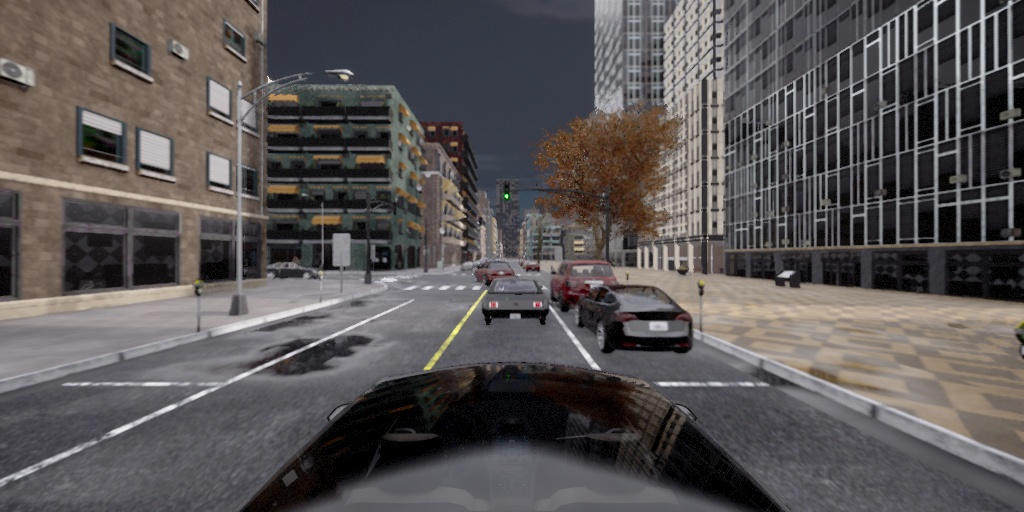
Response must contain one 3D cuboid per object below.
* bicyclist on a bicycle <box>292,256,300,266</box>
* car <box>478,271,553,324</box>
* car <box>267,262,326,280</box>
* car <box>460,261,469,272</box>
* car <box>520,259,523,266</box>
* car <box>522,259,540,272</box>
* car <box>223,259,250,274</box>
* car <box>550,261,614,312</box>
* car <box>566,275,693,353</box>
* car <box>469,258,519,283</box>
[{"bbox_3d":[-23.179,0.814,38.414,0.582,1.620,1.656,1,0,-1],"label":"bicyclist on a bicycle"},{"bbox_3d":[0.097,1.366,12.032,1.895,1.301,4.718,0,0,0],"label":"car"},{"bbox_3d":[-16.442,1.128,27.153,4.403,1.370,2.007,0,0,-1],"label":"car"},{"bbox_3d":[-5.701,1.378,46.572,2.007,1.370,4.403,0,0,0],"label":"car"},{"bbox_3d":[2.676,1.380,57.809,1.751,1.417,4.829,0,0,0],"label":"car"},{"bbox_3d":[2.679,1.373,46.574,1.888,1.381,4.507,0,0,0],"label":"car"},{"bbox_3d":[-24.491,0.964,29.661,4.902,1.511,2.128,1,0,-1],"label":"car"},{"bbox_3d":[2.688,1.083,14.187,2.192,1.841,5.009,0,0,0],"label":"car"},{"bbox_3d":[2.690,1.326,8.664,1.948,1.339,4.313,0,0,0],"label":"car"},{"bbox_3d":[-1.377,1.138,25.795,2.097,1.767,4.553,0,0,-18],"label":"car"}]
